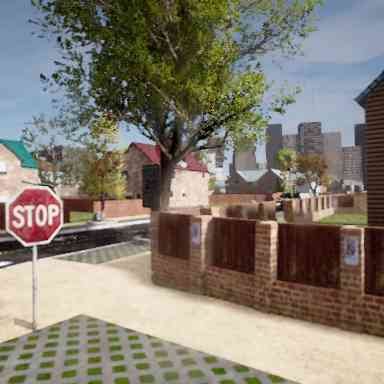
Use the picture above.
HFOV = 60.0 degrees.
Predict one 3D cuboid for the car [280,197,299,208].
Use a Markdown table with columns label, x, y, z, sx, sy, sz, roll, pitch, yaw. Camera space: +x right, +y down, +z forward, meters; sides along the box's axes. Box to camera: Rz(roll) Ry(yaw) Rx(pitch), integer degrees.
| label | x | y | z | sx | sy | sz | roll | pitch | yaw |
| --- | --- | --- | --- | --- | --- | --- | --- | --- | --- |
| car | 12.415 | 1.323 | 40.964 | 1.895 | 1.301 | 4.718 | -1 | 0 | 32 |
